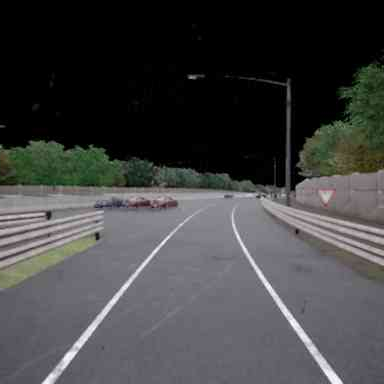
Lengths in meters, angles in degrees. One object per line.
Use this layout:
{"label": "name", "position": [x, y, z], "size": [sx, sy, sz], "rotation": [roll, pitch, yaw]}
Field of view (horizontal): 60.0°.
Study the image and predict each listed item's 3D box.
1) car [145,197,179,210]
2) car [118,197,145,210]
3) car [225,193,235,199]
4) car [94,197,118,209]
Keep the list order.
{"label": "car", "position": [-3.076, 1.234, 37.674], "size": [1.812, 1.442, 4.674], "rotation": [-1, 1, 21]}
{"label": "car", "position": [-6.328, 1.259, 38.949], "size": [1.812, 1.442, 4.674], "rotation": [0, 1, 21]}
{"label": "car", "position": [10.373, 1.090, 91.217], "size": [1.882, 1.535, 5.008], "rotation": [0, 0, 21]}
{"label": "car", "position": [-9.584, 1.288, 40.229], "size": [2.033, 1.411, 5.357], "rotation": [0, 1, 21]}
